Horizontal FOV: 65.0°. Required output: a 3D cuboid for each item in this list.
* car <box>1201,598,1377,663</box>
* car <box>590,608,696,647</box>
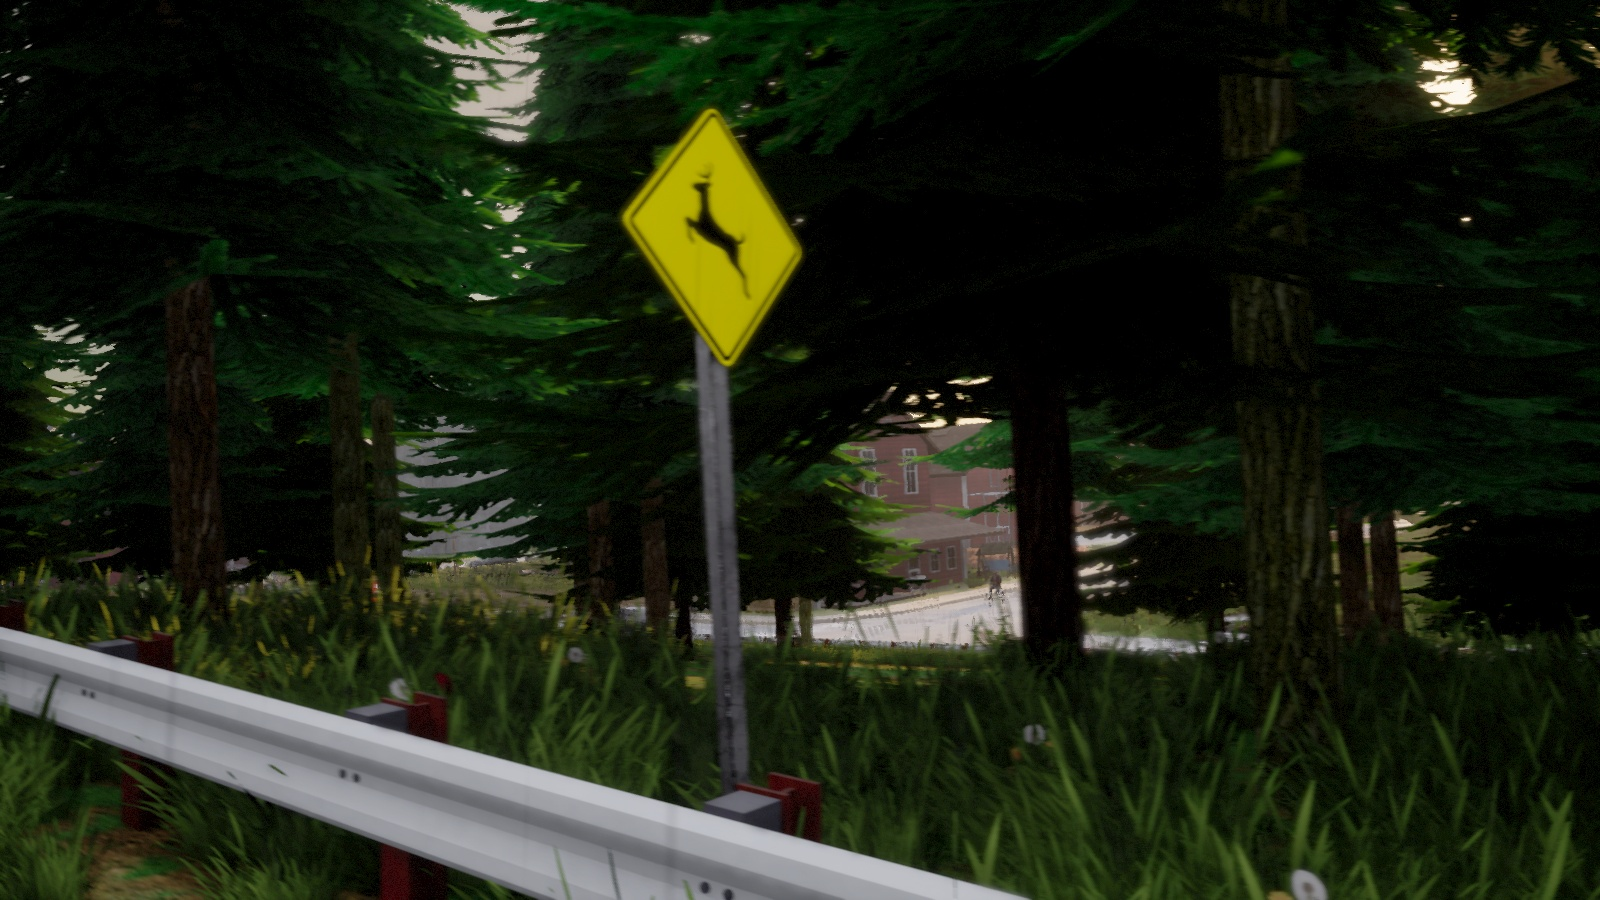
[{"bbox_3d":[15.422,5.668,39.720,4.611,1.667,2.242,-6,-2,38],"label":"car"},{"bbox_3d":[-7.275,8.126,57.847,4.892,1.490,1.837,-6,-2,39],"label":"car"}]
